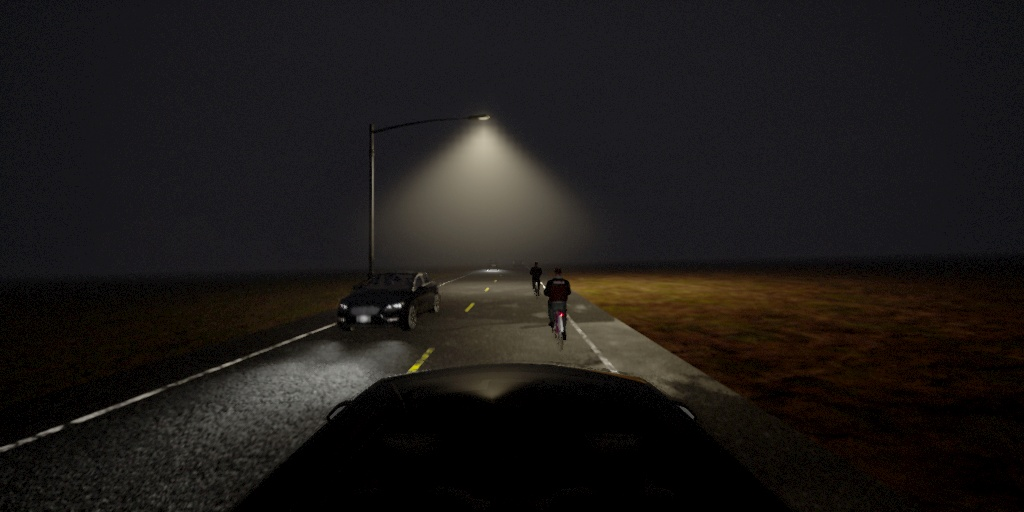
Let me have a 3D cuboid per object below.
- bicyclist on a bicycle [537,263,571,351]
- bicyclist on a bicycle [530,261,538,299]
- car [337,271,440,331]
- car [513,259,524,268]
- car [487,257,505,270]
[{"bbox_3d":[1.011,1.118,8.078,0.659,1.776,1.843,0,0,1],"label":"bicyclist on a bicycle"},{"bbox_3d":[1.144,1.114,17.049,0.659,1.776,1.843,0,0,1],"label":"bicyclist on a bicycle"},{"bbox_3d":[-3.516,1.238,11.014,2.128,1.511,4.902,0,0,1],"label":"car"},{"bbox_3d":[1.099,1.285,59.865,2.033,1.411,5.357,0,0,1],"label":"car"},{"bbox_3d":[-2.669,1.227,53.677,2.128,1.511,4.902,0,0,1],"label":"car"}]
